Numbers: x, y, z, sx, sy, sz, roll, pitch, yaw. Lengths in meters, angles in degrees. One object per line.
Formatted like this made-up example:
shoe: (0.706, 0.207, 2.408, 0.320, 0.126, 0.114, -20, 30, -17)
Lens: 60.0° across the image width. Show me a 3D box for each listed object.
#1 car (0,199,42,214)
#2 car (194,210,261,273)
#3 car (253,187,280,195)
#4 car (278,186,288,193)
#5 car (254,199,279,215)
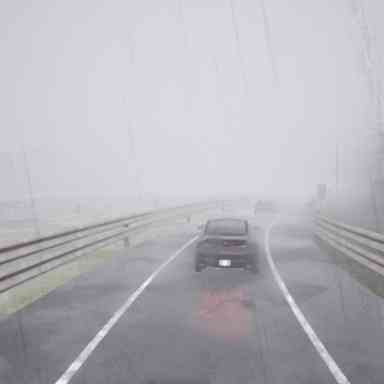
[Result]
car: (-18.026, 1.625, 34.486, 2.097, 1.767, 4.553, 1, 2, 44)
car: (1.201, 1.576, 11.038, 1.837, 1.490, 4.892, 0, 0, 8)
car: (15.517, 0.372, 69.080, 2.128, 1.511, 4.902, 1, 2, 44)
car: (23.036, -0.475, 86.886, 2.150, 2.045, 5.566, 1, 2, 44)
car: (7.426, 1.396, 32.899, 2.128, 1.511, 4.902, 0, 1, 21)
